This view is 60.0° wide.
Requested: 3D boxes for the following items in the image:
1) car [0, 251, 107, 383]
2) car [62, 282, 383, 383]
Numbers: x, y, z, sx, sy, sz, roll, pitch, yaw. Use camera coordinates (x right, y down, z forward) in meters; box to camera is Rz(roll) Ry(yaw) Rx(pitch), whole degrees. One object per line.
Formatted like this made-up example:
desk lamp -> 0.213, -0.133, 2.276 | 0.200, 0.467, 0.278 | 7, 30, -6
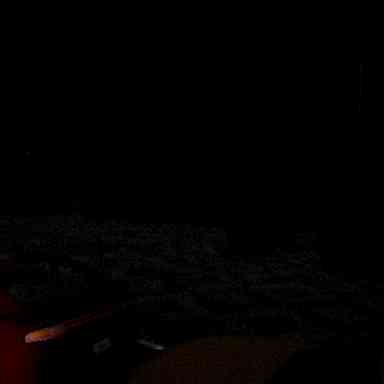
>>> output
car -> -2.807, 1.572, 4.968 | 4.507, 1.381, 1.887 | 0, 0, 36
car -> 1.480, 1.524, 1.906 | 4.829, 1.417, 1.752 | 0, 0, 36
